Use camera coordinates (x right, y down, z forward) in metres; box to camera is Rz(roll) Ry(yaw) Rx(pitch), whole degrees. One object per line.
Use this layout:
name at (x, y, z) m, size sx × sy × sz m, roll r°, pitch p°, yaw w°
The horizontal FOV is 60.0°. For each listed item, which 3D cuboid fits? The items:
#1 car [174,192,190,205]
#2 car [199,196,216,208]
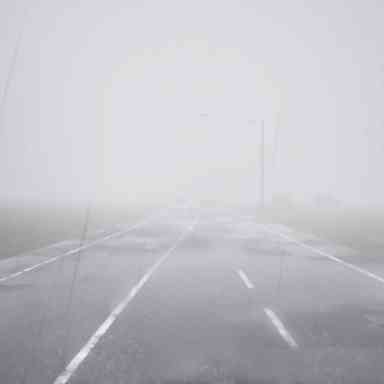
car at (-1.856, 1.135, 54.961) m, size 2.097 × 1.767 × 4.553 m, roll 0°, pitch 0°, yaw -2°
car at (1.992, 1.326, 44.009) m, size 1.882 × 1.535 × 5.008 m, roll 0°, pitch 0°, yaw -2°
